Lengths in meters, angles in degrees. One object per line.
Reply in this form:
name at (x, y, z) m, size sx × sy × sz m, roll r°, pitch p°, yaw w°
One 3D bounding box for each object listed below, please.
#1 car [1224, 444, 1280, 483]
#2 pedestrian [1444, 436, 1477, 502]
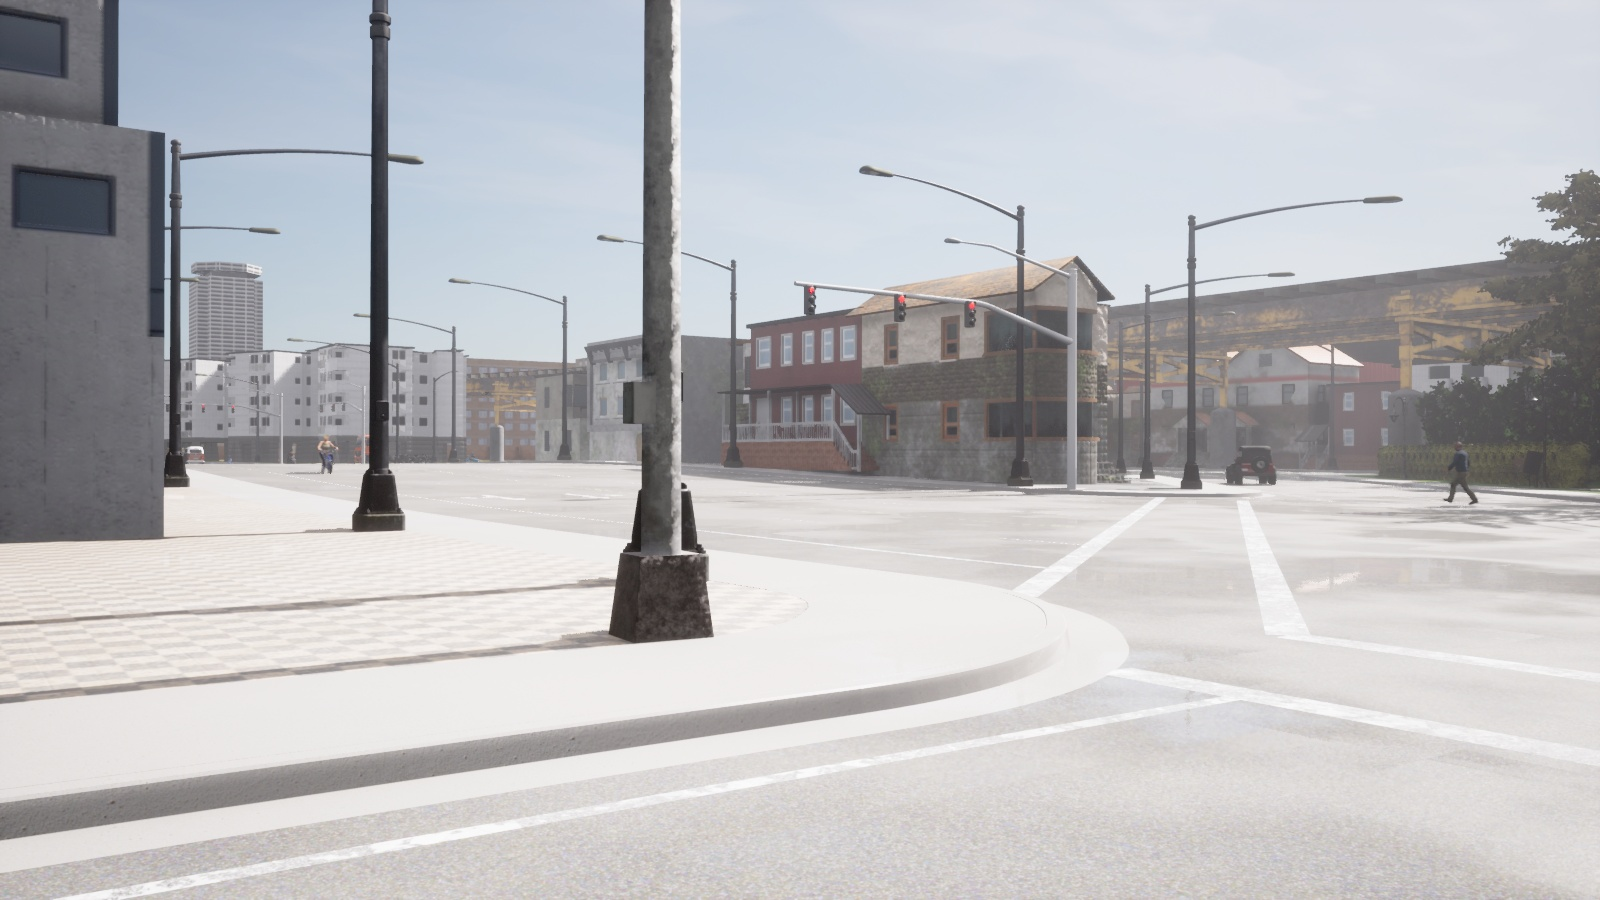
car at (22.274, 0.645, 62.019) m, size 1.905 × 1.878 × 3.866 m, roll 0°, pitch 0°, yaw 10°
pedestrian at (18.691, 0.540, 35.555) m, size 0.402 × 1.842 × 0.726 m, roll 0°, pitch 0°, yaw -42°
